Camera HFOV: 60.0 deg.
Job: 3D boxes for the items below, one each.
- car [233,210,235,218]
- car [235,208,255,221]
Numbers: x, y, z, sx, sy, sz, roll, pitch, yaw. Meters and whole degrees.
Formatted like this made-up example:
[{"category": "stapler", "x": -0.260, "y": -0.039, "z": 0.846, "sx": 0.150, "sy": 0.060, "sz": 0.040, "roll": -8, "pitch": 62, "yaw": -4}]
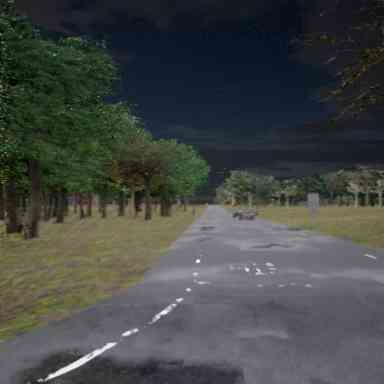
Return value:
[{"category": "car", "x": 7.934, "y": 3.421, "z": 55.171, "sx": 2.097, "sy": 1.767, "sz": 4.553, "roll": 0, "pitch": -3, "yaw": 3}, {"category": "car", "x": 7.365, "y": 3.069, "z": 44.940, "sx": 2.128, "sy": 1.511, "sz": 4.902, "roll": 0, "pitch": -3, "yaw": 4}]
